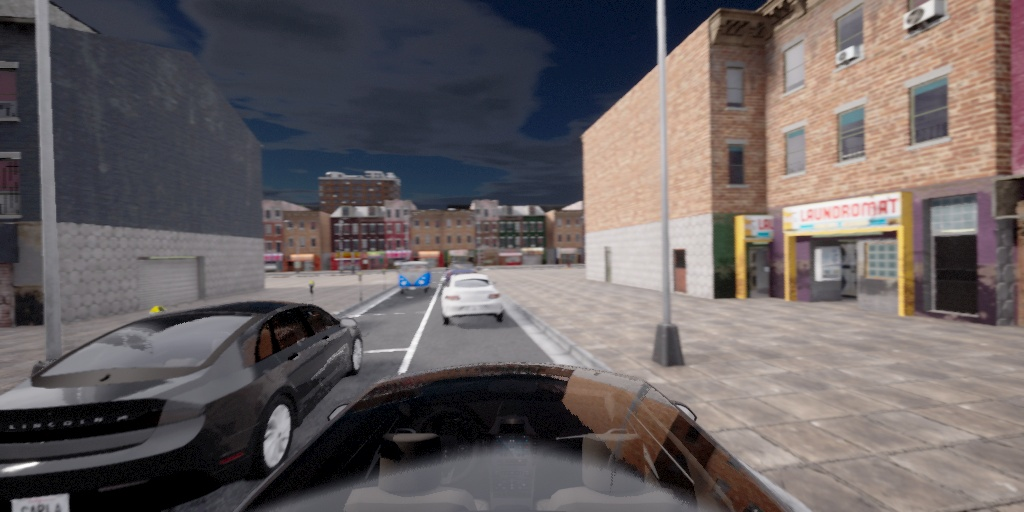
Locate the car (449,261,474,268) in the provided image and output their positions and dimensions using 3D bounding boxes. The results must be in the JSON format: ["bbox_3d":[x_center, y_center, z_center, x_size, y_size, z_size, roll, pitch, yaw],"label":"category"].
[{"bbox_3d":[-3.426,1.169,24.386,2.097,1.767,4.553,-1,0,-10],"label":"car"}]

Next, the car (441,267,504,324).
[{"bbox_3d":[-1.418,1.301,12.219,1.812,1.442,4.674,-1,0,-9],"label":"car"}]

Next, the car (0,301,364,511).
[{"bbox_3d":[-3.338,1.332,4.629,1.837,1.490,4.892,-1,0,-9],"label":"car"}]

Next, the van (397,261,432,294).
[{"bbox_3d":[-5.671,1.215,21.317,1.690,1.789,3.998,0,0,-9],"label":"van"}]
